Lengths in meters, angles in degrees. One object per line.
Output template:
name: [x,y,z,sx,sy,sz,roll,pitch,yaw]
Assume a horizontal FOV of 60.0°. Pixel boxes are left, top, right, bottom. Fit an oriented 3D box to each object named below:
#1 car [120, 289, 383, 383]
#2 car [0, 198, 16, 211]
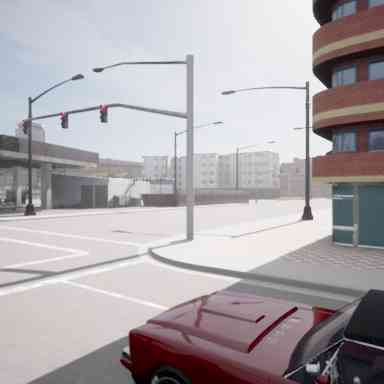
car: [1.589,1.601,2.840,4.718,1.301,1.895,0,0,36]
car: [-22.264,1.442,38.800,3.806,1.475,1.970,0,0,36]
